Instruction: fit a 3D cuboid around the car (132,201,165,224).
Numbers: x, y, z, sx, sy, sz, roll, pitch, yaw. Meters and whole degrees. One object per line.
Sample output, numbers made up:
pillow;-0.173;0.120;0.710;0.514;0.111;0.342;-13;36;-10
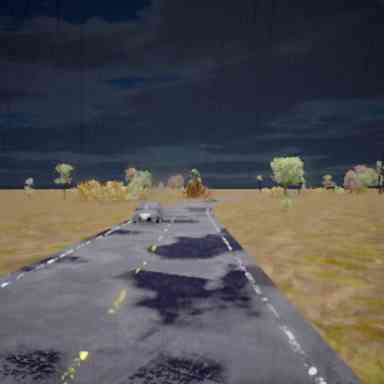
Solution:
car;-3.059;1.415;24.048;2.128;1.511;4.902;0;0;0
